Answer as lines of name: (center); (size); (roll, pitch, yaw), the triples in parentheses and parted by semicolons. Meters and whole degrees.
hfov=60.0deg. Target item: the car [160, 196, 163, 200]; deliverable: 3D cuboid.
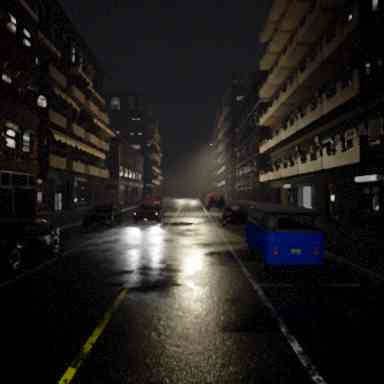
car: (-5.678, 1.368, 49.516); (1.802, 1.307, 4.206); (1, 0, 0)

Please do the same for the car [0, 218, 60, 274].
car: (-5.679, 1.520, 10.519); (1.947, 1.339, 4.313); (1, 0, 0)

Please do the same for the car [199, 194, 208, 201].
car: (2.704, 1.219, 77.331); (2.008, 1.369, 4.403); (1, 0, 0)

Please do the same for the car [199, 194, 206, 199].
car: (2.705, 1.146, 88.643); (1.752, 1.417, 4.829); (1, 0, 0)

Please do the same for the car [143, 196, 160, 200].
car: (-5.677, 1.355, 43.946); (1.887, 1.381, 4.507); (1, 0, 0)

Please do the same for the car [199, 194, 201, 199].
car: (2.707, 1.054, 60.617); (2.192, 1.841, 5.009); (1, 0, 0)

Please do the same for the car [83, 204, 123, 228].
car: (-5.679, 1.472, 21.661); (1.947, 1.339, 4.313); (1, 0, 0)

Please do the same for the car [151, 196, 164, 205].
car: (-5.678, 1.345, 55.088); (1.802, 1.307, 4.206); (1, 0, 0)

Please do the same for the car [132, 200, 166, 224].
car: (-3.038, 1.496, 24.145); (1.895, 1.301, 4.718); (0, 0, 1)

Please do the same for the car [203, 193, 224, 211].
car: (2.706, 1.148, 38.333); (2.192, 1.841, 5.009); (1, 0, 0)

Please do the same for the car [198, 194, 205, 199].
car: (2.705, 1.180, 94.046); (1.802, 1.307, 4.206); (1, 0, 0)

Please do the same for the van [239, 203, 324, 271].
van: (2.704, 1.295, 10.479); (1.690, 1.788, 3.998); (1, 0, 0)

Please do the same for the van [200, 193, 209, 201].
van: (2.707, 1.033, 71.759); (1.690, 1.788, 3.998); (1, 0, 0)

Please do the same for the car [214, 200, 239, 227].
car: (2.702, 1.450, 21.621); (1.887, 1.381, 4.507); (1, 0, 0)

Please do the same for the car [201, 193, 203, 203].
car: (2.706, 1.125, 43.903); (2.192, 1.841, 5.009); (1, 0, 0)
